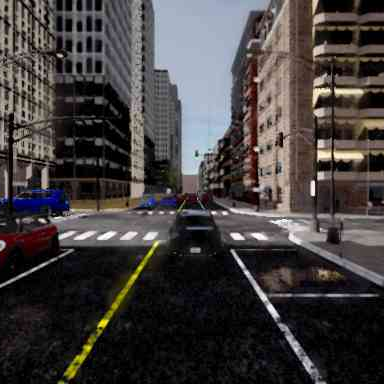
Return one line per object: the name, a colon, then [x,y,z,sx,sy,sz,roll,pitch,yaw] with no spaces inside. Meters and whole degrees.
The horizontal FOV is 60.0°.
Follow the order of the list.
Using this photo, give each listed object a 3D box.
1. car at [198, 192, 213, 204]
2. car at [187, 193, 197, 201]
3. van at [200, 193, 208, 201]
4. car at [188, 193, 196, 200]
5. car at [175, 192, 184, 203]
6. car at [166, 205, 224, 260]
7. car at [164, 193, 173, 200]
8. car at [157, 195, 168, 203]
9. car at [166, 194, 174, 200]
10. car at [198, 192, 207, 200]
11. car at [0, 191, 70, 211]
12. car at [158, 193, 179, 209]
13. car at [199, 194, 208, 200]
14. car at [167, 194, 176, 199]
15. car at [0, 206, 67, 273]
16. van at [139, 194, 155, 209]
car: [2.695,1.088,59.341,2.192,1.841,5.009,0,0,0]
car: [0.012,1.274,72.184,1.994,1.385,4.181,0,0,0]
van: [2.697,1.057,75.994,1.690,1.788,3.998,0,0,0]
car: [0.011,1.024,82.189,1.882,1.535,5.008,0,0,0]
car: [-3.029,1.248,60.142,1.882,1.535,5.008,0,0,1]
car: [0.102,1.454,12.164,1.837,1.490,4.892,0,0,0]
car: [-5.682,1.138,81.544,1.967,1.590,4.097,0,0,0]
car: [-5.684,1.280,64.722,1.752,1.417,4.829,0,0,0]
car: [-5.682,1.206,86.926,1.752,1.417,4.829,0,0,0]
car: [2.698,0.995,87.095,2.192,1.841,5.009,0,0,0]
car: [-12.758,0.893,26.879,5.566,2.045,2.150,1,0,1]
car: [-3.081,1.307,43.295,1.882,1.535,5.008,0,0,0]
car: [2.699,1.248,81.545,2.008,1.369,4.403,0,0,0]
car: [-5.681,1.214,92.647,2.008,1.369,4.403,0,0,0]
car: [-5.690,1.398,10.215,1.967,1.590,4.097,0,0,0]
van: [-5.687,1.173,42.688,1.690,1.788,3.998,0,0,0]
